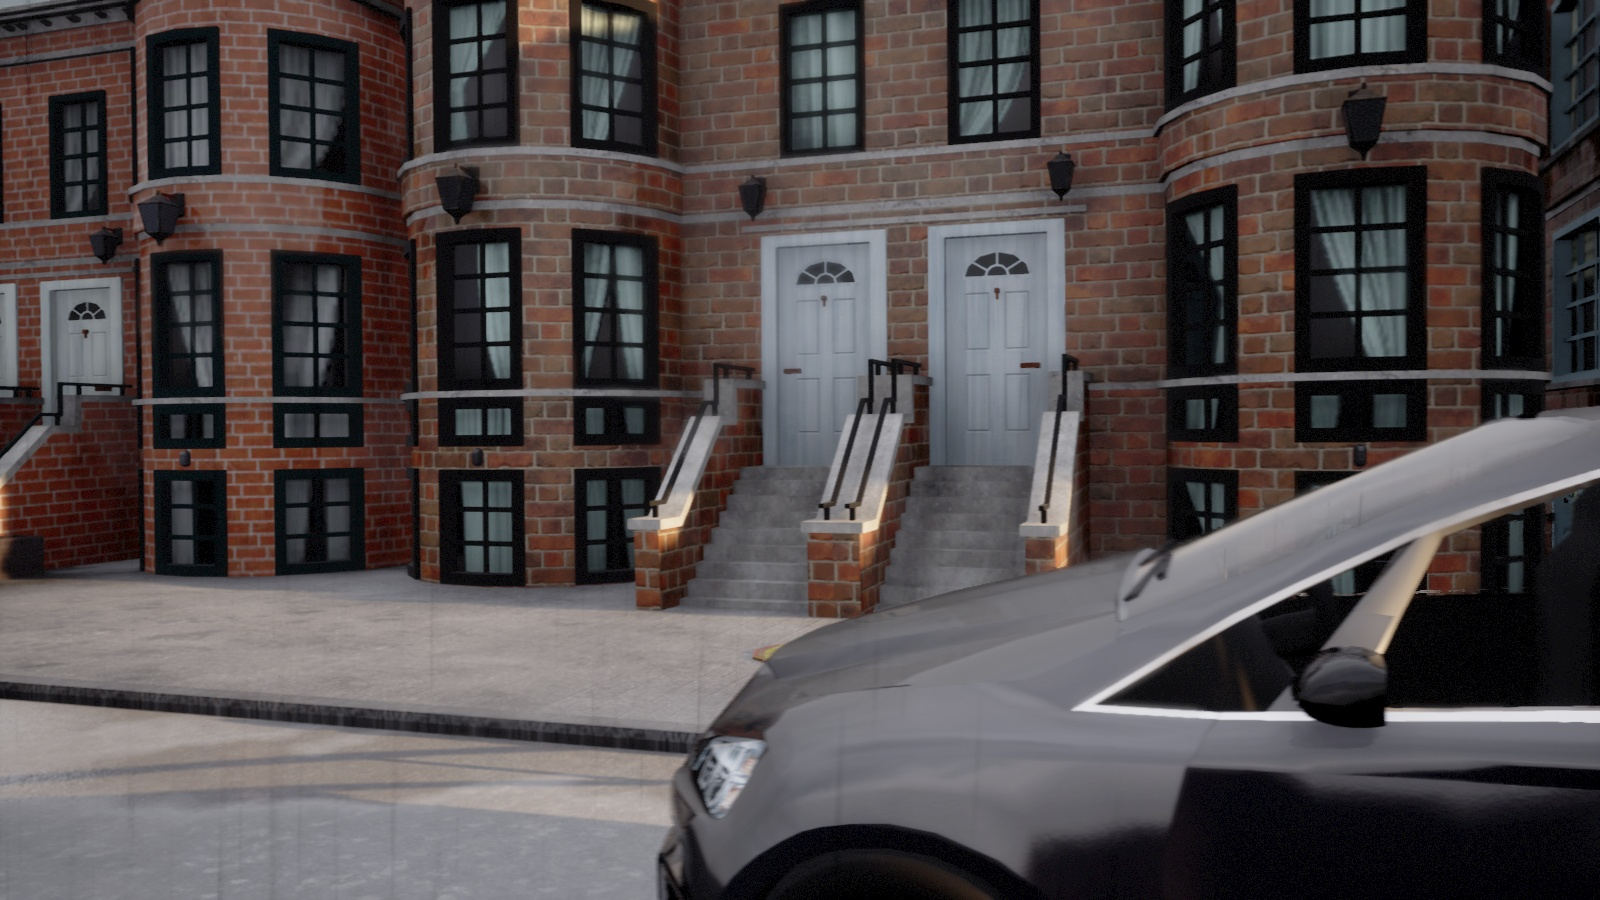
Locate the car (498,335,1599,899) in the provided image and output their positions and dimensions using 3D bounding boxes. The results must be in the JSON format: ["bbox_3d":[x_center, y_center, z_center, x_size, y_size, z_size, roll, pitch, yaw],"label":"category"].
[{"bbox_3d":[1.883,0.628,3.083,4.611,1.667,2.242,0,1,19],"label":"car"}]
